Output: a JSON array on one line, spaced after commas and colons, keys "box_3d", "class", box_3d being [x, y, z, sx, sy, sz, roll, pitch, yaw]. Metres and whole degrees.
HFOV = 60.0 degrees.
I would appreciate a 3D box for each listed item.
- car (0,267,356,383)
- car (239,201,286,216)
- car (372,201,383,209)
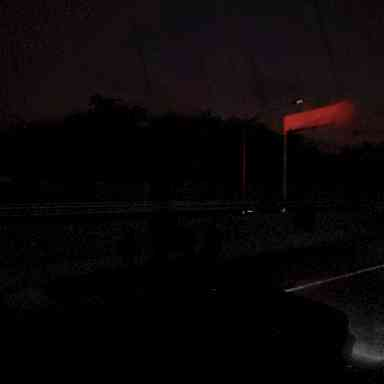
[{"box_3d": [-0.560, 1.548, 3.346, 5.357, 1.411, 2.033, 0, 0, -36], "class": "car"}, {"box_3d": [6.402, 1.574, 30.057, 4.892, 1.490, 1.837, 1, 0, -35], "class": "car"}, {"box_3d": [21.633, 1.713, 36.612, 4.902, 1.511, 2.128, 1, 0, -35], "class": "car"}]
